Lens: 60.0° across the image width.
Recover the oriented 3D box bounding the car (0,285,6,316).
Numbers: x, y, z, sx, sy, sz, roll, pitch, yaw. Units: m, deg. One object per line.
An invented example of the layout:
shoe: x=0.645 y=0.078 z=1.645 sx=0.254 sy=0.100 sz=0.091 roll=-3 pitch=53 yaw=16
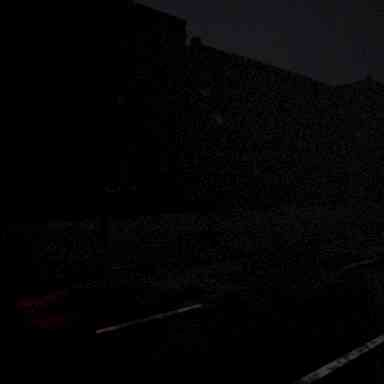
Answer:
car: x=-5.514 y=1.566 z=4.306 sx=5.357 sy=1.411 sz=2.033 roll=-1 pitch=0 yaw=-36
